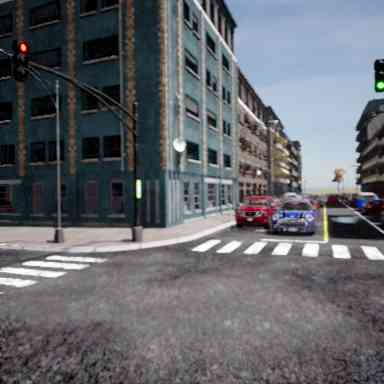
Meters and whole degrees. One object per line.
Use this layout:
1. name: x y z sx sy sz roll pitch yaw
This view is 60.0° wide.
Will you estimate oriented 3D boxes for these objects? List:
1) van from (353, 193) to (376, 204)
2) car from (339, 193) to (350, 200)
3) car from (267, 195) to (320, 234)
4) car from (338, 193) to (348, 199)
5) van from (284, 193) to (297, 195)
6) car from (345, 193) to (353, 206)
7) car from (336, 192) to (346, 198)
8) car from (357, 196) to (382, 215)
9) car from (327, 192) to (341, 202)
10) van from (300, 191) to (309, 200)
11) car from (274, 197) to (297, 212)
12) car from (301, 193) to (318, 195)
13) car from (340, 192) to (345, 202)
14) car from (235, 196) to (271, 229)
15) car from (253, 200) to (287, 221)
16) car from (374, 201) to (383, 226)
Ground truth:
1. van: 17.641 0.999 33.620 1.690 1.788 3.998 -1 0 22
2. car: 31.965 0.885 69.748 1.887 1.381 4.507 -1 0 22
3. car: 5.676 1.231 18.209 2.097 1.767 4.553 -1 0 22
4. car: 34.012 0.838 74.909 1.887 1.381 4.507 -1 0 22
5. van: 12.361 1.061 41.685 1.690 1.788 3.998 -1 0 22
6. car: 21.734 1.009 43.942 1.967 1.590 4.097 -1 0 22
7. car: 38.104 0.750 85.231 2.008 1.369 4.403 -1 0 22
8. car: 15.598 1.284 28.459 1.802 1.307 4.206 -1 0 22
9. car: 25.011 1.042 58.902 1.994 1.385 4.181 -1 0 22
10. van: 24.638 0.788 72.651 1.690 1.788 3.998 -1 0 22
11. car: 10.318 1.309 36.525 1.887 1.381 4.507 -1 0 22
12. car: 12.571 1.210 35.516 1.882 1.535 5.008 -1 0 22
13. car: 25.828 1.030 54.265 2.008 1.369 4.403 -1 0 22
14. car: 4.177 1.211 21.041 2.192 1.841 5.009 -1 0 22
15. car: 6.226 1.397 26.203 1.887 1.381 4.507 -1 0 22
16. car: 11.505 1.355 18.137 1.947 1.339 4.313 -1 0 22
